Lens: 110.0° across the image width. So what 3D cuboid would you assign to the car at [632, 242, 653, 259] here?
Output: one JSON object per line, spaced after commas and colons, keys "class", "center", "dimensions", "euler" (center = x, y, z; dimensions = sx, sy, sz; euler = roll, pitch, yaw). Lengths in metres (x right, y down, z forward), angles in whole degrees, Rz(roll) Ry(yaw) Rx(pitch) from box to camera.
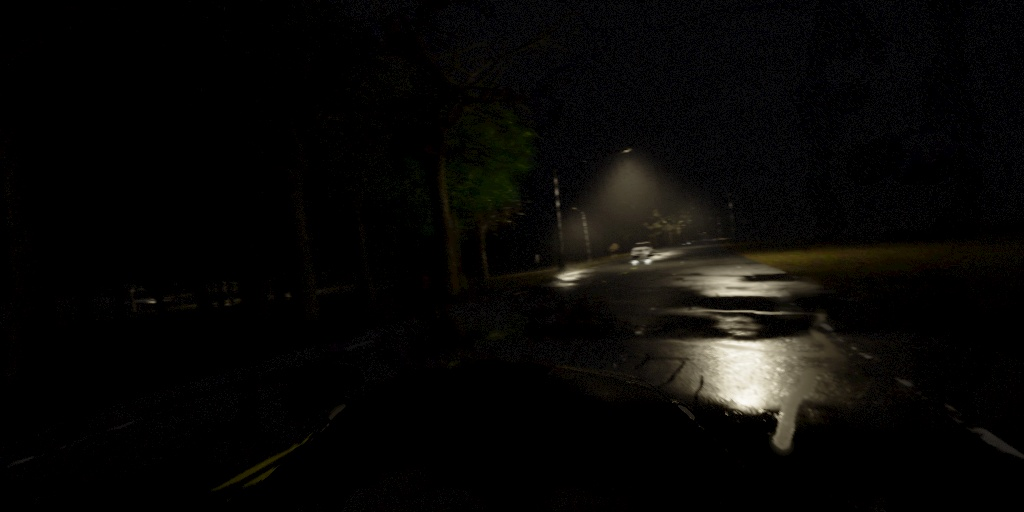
{"class": "car", "center": [17.581, -0.824, 48.251], "dimensions": [2.150, 2.045, 5.566], "euler": [-5, 0, 27]}
